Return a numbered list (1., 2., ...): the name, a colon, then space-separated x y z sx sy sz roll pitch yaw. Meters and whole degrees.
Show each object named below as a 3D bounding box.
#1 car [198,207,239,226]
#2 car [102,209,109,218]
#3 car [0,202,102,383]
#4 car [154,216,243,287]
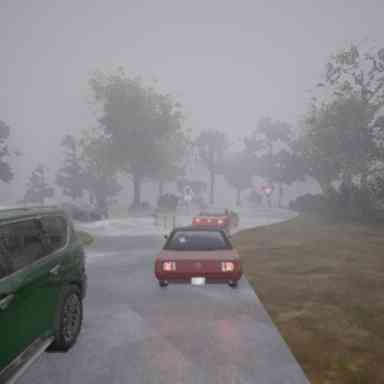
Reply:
1. car: 1.561 1.545 19.558 1.895 1.301 4.718 0 0 17
2. car: -9.277 1.474 25.878 5.357 1.411 2.033 0 0 15
3. car: -2.788 1.209 3.230 2.150 2.045 5.566 0 0 1
4. car: 0.156 1.574 9.175 1.895 1.301 4.718 0 0 1
